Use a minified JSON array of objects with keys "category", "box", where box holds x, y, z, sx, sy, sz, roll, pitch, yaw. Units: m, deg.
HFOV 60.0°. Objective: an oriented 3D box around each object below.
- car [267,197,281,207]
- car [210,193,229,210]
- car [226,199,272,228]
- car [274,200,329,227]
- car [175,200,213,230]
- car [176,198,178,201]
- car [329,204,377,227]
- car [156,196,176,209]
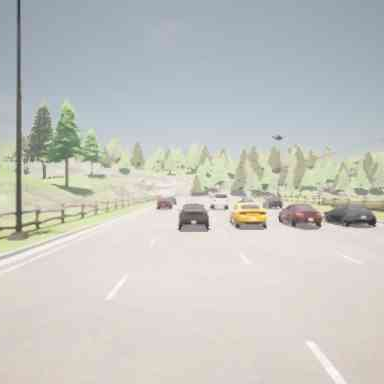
[{"category":"car","box":[10.515,1.430,43.399,1.837,1.490,4.892,0,1,0]},{"category":"car","box":[3.508,1.148,42.589,2.150,2.045,5.566,0,0,0]},{"category":"car","box":[3.603,1.439,21.975,1.882,1.535,5.008,0,0,0]},{"category":"car","box":[7.102,1.487,22.164,1.812,1.442,4.674,0,0,0]},{"category":"car","box":[0.104,1.466,20.993,1.837,1.490,4.892,0,-1,0]},{"category":"car","box":[-3.468,1.409,55.733,1.837,1.490,4.892,0,0,1]},{"category":"car","box":[10.606,1.523,22.570,1.994,1.385,4.181,0,0,0]},{"category":"car","box":[-3.489,1.402,43.063,1.882,1.535,5.008,0,0,0]}]
